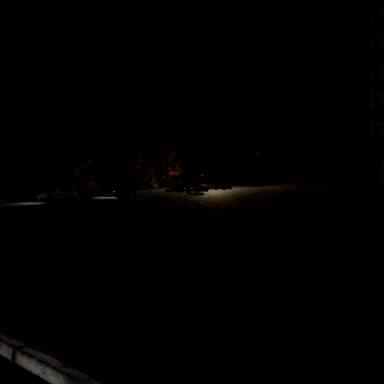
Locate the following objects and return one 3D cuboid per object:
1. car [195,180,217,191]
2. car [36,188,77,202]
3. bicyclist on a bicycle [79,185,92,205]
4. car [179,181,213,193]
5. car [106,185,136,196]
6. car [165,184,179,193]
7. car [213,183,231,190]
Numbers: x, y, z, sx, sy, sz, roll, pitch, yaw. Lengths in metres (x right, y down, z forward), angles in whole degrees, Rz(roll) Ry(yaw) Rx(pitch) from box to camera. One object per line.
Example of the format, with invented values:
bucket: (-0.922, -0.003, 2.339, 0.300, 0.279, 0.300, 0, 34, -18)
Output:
car: (2.595, -1.211, 61.174, 2.097, 1.767, 4.553, 0, 2, 29)
car: (-15.315, 0.279, 37.924, 1.812, 1.442, 4.674, 0, 3, 33)
bicyclist on a bicycle: (-8.904, 0.246, 27.756, 1.656, 1.620, 0.582, -1, 2, 33)
car: (0.640, -0.601, 51.173, 2.033, 1.411, 5.357, 0, 2, 31)
car: (-9.891, -0.204, 46.554, 1.837, 1.490, 4.892, 0, 3, 32)
car: (-2.129, -0.594, 52.876, 2.033, 1.411, 5.357, 0, 2, 31)
car: (5.464, -0.976, 59.644, 1.895, 1.301, 4.718, 0, 2, 29)
